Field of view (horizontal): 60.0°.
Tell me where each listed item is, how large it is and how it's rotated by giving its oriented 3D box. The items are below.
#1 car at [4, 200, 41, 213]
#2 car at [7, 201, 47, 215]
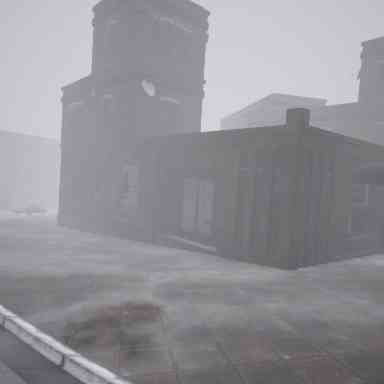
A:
[{"bbox_3d":[-23.205,1.942,45.774,2.128,1.511,4.902,4,-1,7],"label":"car"},{"bbox_3d":[-20.240,2.106,41.610,2.033,1.411,5.357,4,-2,3],"label":"car"}]
